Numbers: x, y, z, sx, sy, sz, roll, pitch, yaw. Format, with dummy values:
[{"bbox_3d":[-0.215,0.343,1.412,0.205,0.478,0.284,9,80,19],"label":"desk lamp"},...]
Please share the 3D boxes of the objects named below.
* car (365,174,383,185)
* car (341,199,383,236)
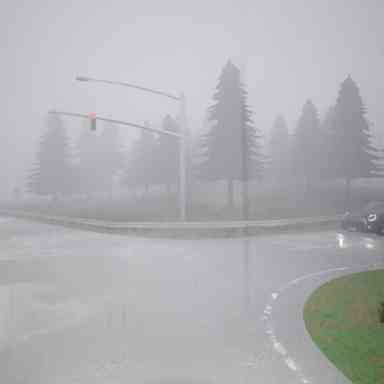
[{"bbox_3d":[28.020,-2.129,51.214,2.150,2.045,5.566,0,5,25],"label":"car"},{"bbox_3d":[9.947,1.137,17.042,4.553,1.767,2.097,-2,1,-21],"label":"car"}]
